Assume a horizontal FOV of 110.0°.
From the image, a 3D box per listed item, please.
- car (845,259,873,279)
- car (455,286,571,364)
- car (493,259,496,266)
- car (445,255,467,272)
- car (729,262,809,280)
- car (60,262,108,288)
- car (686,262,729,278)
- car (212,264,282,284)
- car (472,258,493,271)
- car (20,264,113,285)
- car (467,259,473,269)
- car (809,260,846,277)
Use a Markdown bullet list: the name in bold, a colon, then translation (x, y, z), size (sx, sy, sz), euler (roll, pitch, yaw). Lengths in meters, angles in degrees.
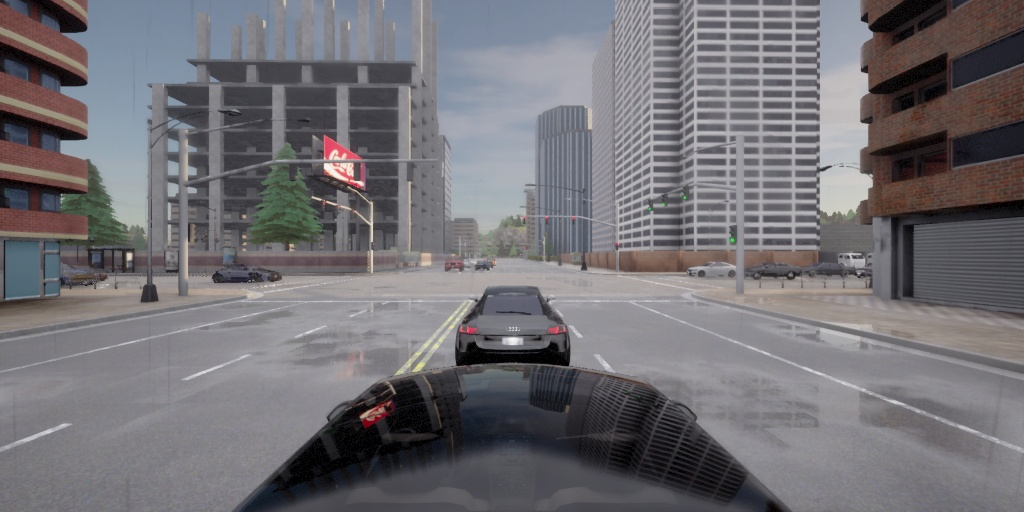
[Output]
- **car**: translation (32.221, 1.242, 30.755), size (4.902, 1.511, 2.128), euler (0, 0, -1)
- **car**: translation (0.010, 1.314, 7.664), size (1.994, 1.385, 4.181), euler (0, 0, 0)
- **car**: translation (-4.135, 1.314, 59.971), size (1.994, 1.385, 4.181), euler (0, 0, 0)
- **car**: translation (-7.568, 0.971, 47.595), size (2.150, 2.045, 5.566), euler (0, 0, -4)
- **car**: translation (21.847, 1.241, 30.615), size (4.902, 1.511, 2.128), euler (0, 0, -1)
- **car**: translation (-29.162, 1.102, 22.654), size (4.553, 1.767, 2.097), euler (0, 0, -1)
- **car**: translation (19.082, 1.276, 34.055), size (4.674, 1.442, 1.812), euler (0, 0, -1)
- **car**: translation (-19.350, 1.313, 26.297), size (4.181, 1.385, 1.994), euler (0, 0, -1)
- **car**: translation (-4.058, 1.351, 50.046), size (1.895, 1.301, 4.718), euler (0, 0, -1)
- **car**: translation (-32.310, 1.314, 26.105), size (4.181, 1.385, 1.994), euler (0, 0, -1)
- **car**: translation (-7.617, 1.276, 57.272), size (1.812, 1.442, 4.674), euler (0, 0, 0)
- **car**: translation (29.664, 1.297, 34.226), size (5.357, 1.411, 2.033), euler (0, 0, -1)
